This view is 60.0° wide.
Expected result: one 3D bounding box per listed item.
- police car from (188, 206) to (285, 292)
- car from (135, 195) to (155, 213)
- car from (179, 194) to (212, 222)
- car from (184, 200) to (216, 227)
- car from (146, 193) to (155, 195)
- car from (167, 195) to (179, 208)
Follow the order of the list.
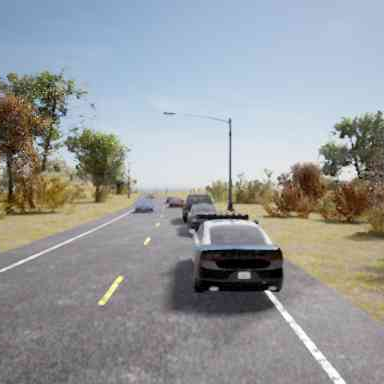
[{"bbox_3d":[0.957,1.393,8.981,1.930,1.638,5.238,0,0,-1],"label":"police car"},{"bbox_3d":[-4.904,1.396,34.767,1.812,1.442,4.674,0,0,-4],"label":"car"},{"bbox_3d":[0.382,1.128,24.979,2.150,2.045,5.566,0,0,-3],"label":"car"},{"bbox_3d":[0.662,1.435,18.922,1.837,1.490,4.892,0,0,-2],"label":"car"},{"bbox_3d":[-9.550,0.928,76.695,2.097,1.767,4.553,0,0,-8],"label":"car"},{"bbox_3d":[-2.138,1.388,45.893,1.994,1.385,4.181,0,0,-5],"label":"car"}]
